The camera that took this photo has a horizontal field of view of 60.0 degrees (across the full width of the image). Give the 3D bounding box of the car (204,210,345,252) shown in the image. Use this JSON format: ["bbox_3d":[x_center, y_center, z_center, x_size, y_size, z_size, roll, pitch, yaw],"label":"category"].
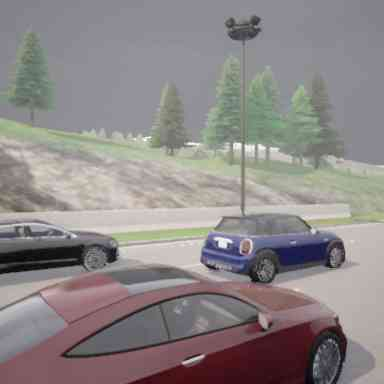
[{"bbox_3d":[2.523,1.392,9.842,4.553,1.767,2.097,0,0,-35],"label":"car"}]

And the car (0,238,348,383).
[{"bbox_3d":[-0.266,1.535,3.556,4.674,1.442,1.812,0,0,-35],"label":"car"}]

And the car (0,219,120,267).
[{"bbox_3d":[-4.423,1.500,9.189,4.902,1.511,2.128,0,0,-35],"label":"car"}]
